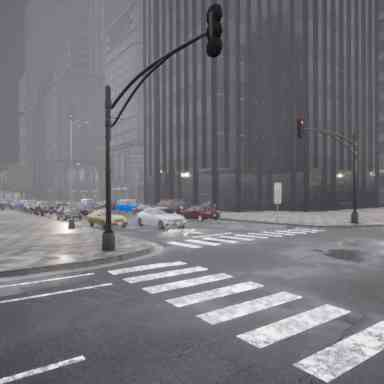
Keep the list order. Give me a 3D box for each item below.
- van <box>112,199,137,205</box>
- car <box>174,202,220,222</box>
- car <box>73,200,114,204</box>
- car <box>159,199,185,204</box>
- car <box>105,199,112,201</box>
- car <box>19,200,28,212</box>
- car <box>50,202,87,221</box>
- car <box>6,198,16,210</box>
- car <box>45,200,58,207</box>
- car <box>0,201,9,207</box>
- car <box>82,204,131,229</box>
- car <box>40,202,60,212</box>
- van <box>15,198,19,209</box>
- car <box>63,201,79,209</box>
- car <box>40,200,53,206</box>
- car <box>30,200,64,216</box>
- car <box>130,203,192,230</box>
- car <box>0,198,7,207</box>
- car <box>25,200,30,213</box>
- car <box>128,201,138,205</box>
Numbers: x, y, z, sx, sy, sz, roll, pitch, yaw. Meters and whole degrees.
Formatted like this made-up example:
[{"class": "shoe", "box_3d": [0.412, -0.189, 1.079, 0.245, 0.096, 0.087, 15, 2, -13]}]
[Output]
[{"class": "van", "box_3d": [-8.224, 1.833, 41.903, 1.690, 1.788, 3.998, -1, 0, -35]}, {"class": "car", "box_3d": [0.597, 1.828, 29.446, 1.887, 1.381, 4.507, -1, 0, -35]}, {"class": "car", "box_3d": [-10.422, 1.943, 34.864, 2.128, 1.511, 4.902, 0, 0, -35]}, {"class": "car", "box_3d": [-2.347, 1.668, 33.598, 2.192, 1.841, 5.009, -1, 0, -35]}, {"class": "car", "box_3d": [-11.163, 1.875, 46.055, 2.192, 1.841, 5.009, -1, 0, -35]}, {"class": "car", "box_3d": [-23.328, 2.157, 48.429, 1.967, 1.590, 4.097, -1, 0, -35]}, {"class": "car", "box_3d": [-12.018, 2.004, 32.490, 2.008, 1.369, 4.403, -1, 0, -35]}, {"class": "car", "box_3d": [-31.913, 2.354, 60.529, 1.967, 1.590, 4.097, -1, 0, -35]}, {"class": "car", "box_3d": [-31.686, 2.596, 74.947, 1.947, 1.339, 4.313, -1, 0, -35]}, {"class": "car", "box_3d": [-44.356, 2.772, 78.073, 1.802, 1.307, 4.206, -1, 0, -35]}, {"class": "car", "box_3d": [-6.266, 1.843, 24.382, 1.752, 1.417, 4.829, -1, 0, -35]}, {"class": "car", "box_3d": [-21.971, 2.255, 51.308, 1.812, 1.442, 4.674, 0, -1, -35]}, {"class": "van", "box_3d": [-26.158, 2.123, 52.414, 1.690, 1.788, 3.998, -1, 0, -35]}, {"class": "car", "box_3d": [-22.656, 2.407, 62.219, 1.802, 1.307, 4.206, -1, 0, -35]}, {"class": "car", "box_3d": [-34.697, 2.661, 79.191, 1.947, 1.339, 4.313, -1, 0, -35]}, {"class": "car", "box_3d": [-17.677, 1.901, 40.460, 2.192, 1.841, 5.009, -1, 0, -35]}, {"class": "car", "box_3d": [-2.279, 1.790, 23.397, 1.812, 1.442, 4.674, 0, 0, -37]}, {"class": "car", "box_3d": [-41.246, 2.668, 73.687, 1.887, 1.381, 4.507, -1, 0, -35]}, {"class": "car", "box_3d": [-20.499, 2.196, 44.444, 1.887, 1.381, 4.507, -1, 0, -35]}, {"class": "car", "box_3d": [-5.279, 2.004, 37.750, 1.802, 1.307, 4.206, -1, 0, -35]}]
